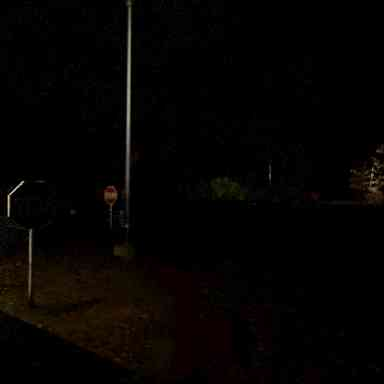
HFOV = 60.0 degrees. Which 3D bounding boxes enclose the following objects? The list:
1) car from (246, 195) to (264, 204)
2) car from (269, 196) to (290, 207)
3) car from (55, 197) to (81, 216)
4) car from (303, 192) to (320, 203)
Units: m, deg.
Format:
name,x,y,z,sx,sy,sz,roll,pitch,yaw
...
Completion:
name,x,y,z,sx,sy,sz,roll,pitch,yaw
car,11.171,1.280,58.315,1.812,1.442,4.674,1,1,34
car,12.690,1.340,47.985,1.882,1.535,5.008,1,1,34
car,-10.904,1.169,25.355,1.882,1.535,5.008,1,2,34
car,23.666,1.098,66.602,2.150,2.045,5.566,1,1,26
